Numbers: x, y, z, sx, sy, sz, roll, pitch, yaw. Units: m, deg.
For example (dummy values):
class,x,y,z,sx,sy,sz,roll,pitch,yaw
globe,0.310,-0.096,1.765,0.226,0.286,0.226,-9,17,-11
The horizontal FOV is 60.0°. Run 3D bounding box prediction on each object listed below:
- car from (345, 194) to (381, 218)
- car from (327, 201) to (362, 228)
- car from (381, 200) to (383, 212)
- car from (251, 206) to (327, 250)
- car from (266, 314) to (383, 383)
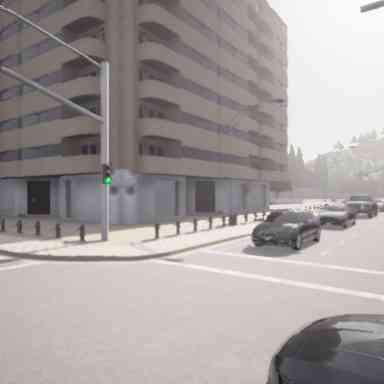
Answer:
class,x,y,z,sx,sy,sz,roll,pitch,yaw
car,15.779,1.236,30.985,2.150,2.045,5.566,0,0,36
car,9.902,1.571,22.674,2.033,1.411,5.357,0,0,35
car,21.507,1.532,39.048,1.812,1.442,4.674,0,0,35
car,4.265,1.536,14.683,1.837,1.490,4.892,0,0,35
car,2.859,1.504,1.938,4.892,1.490,1.837,1,0,36
